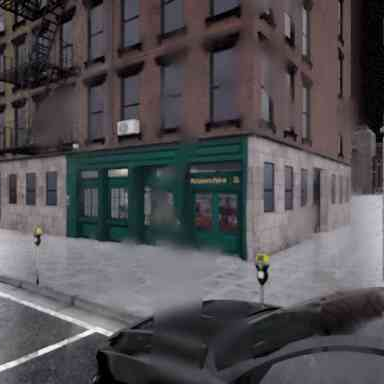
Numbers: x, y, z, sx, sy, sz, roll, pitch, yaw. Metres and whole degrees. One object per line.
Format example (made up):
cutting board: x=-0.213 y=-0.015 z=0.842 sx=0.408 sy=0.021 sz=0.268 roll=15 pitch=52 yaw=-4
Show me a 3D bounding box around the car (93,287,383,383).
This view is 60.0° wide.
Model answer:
car: x=1.393 y=1.477 z=2.279 sx=5.008 sy=1.535 sz=1.882 roll=0 pitch=0 yaw=35
